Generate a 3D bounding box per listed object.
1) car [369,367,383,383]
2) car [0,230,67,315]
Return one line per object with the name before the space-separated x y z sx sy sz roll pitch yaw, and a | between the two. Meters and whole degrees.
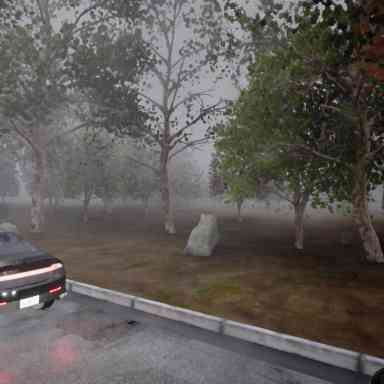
car | 3.227 1.490 1.075 4.902 1.511 2.128 0 0 36
car | -4.503 1.501 6.593 4.902 1.511 2.128 0 0 36
